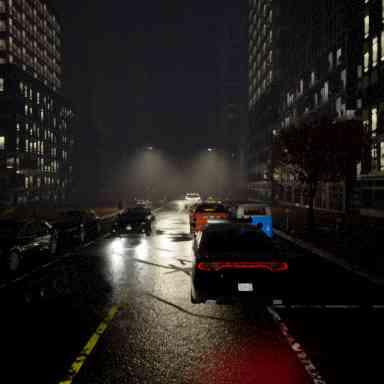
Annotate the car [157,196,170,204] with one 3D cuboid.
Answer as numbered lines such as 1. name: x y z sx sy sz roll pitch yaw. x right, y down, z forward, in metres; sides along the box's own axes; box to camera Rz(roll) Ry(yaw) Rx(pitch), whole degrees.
1. car: -5.573 1.451 61.048 1.967 1.590 4.097 -1 0 0

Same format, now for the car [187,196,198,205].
1. car: 0.126 1.487 58.198 1.882 1.535 5.008 0 0 0

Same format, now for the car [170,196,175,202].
1. car: -5.534 1.570 77.923 1.887 1.381 4.507 -1 0 0

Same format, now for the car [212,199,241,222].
1. car: 2.734 1.437 27.280 1.967 1.590 4.097 -1 0 0

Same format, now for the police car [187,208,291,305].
1. police car: 0.917 1.423 8.269 1.930 1.638 5.238 0 0 0

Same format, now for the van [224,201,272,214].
1. van: 2.708 1.337 16.031 1.690 1.788 3.998 -1 0 0

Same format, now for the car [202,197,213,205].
1. car: 2.810 1.577 61.029 1.947 1.339 4.313 -1 0 0

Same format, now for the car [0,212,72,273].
1. car: -5.680 1.548 10.424 2.008 1.369 4.403 -1 0 0

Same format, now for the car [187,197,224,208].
1. car: 0.928 1.348 18.132 2.097 1.767 4.553 0 0 0

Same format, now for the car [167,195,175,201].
1. car: -5.510 1.618 89.172 1.802 1.307 4.206 -1 0 0

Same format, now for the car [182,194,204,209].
1. car: 0.123 1.224 45.588 2.150 2.045 5.566 0 0 0

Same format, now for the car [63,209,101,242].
1. car: -5.668 1.547 16.048 2.008 1.369 4.403 -1 0 0

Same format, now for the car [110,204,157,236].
1. car: -3.060 1.560 18.074 1.994 1.385 4.181 0 0 0

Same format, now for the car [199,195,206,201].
1. car: 2.870 1.562 89.324 1.752 1.417 4.829 -1 0 0

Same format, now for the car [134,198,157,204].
1. car: -5.619 1.551 38.548 2.008 1.369 4.403 -1 0 0
